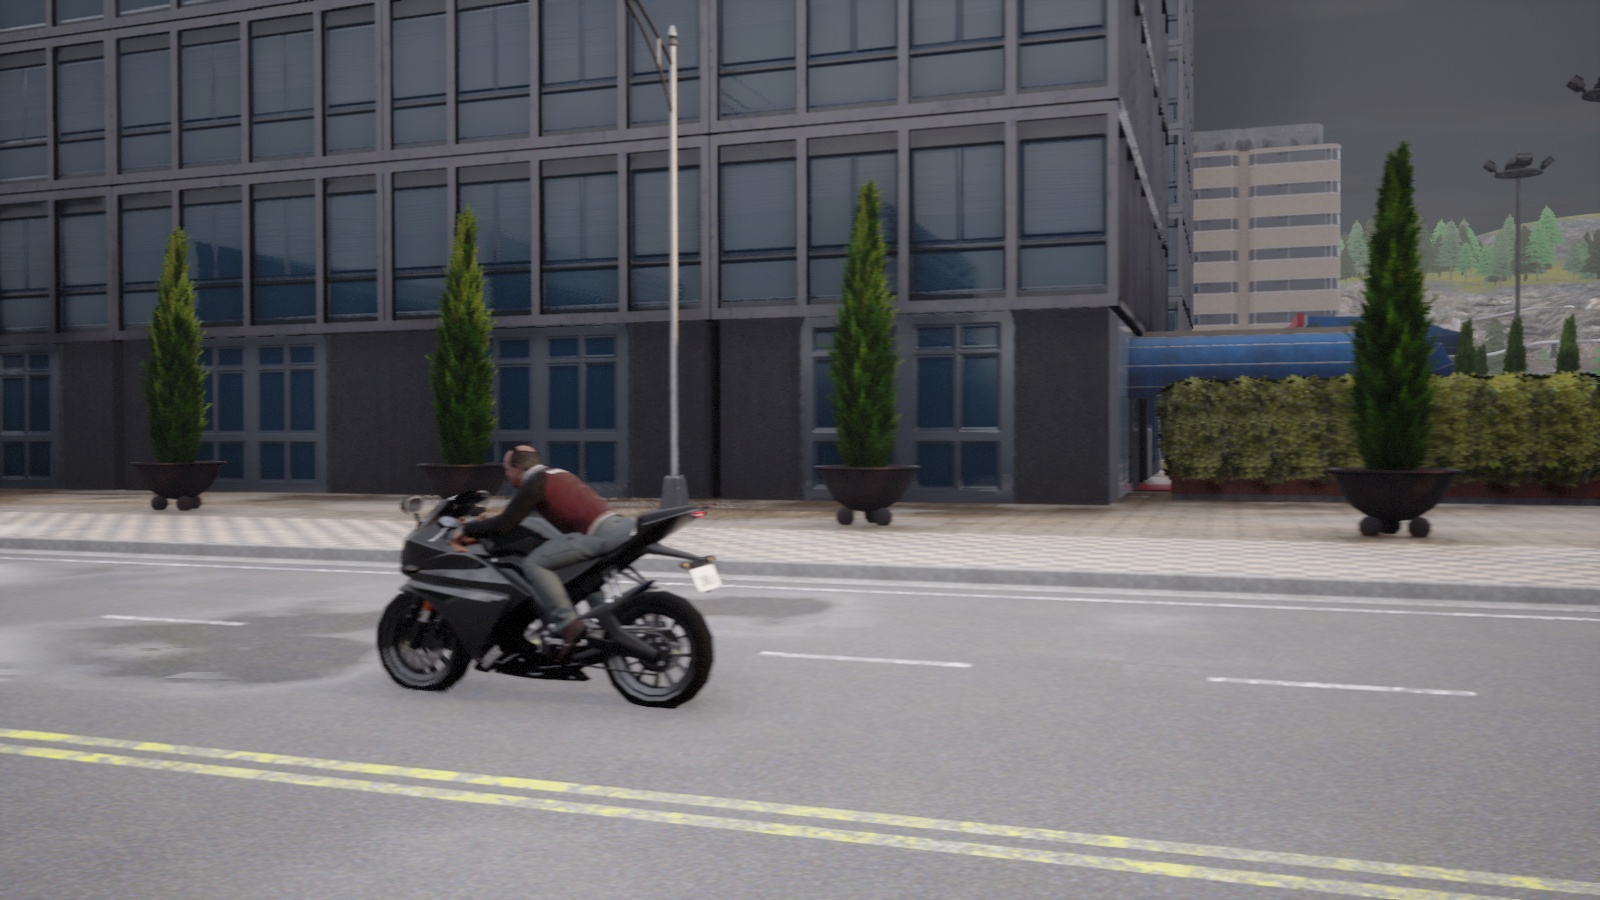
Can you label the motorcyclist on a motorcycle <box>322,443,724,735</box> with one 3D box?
[{"bbox_3d":[-1.629,0.736,7.434,2.191,1.530,0.866,0,1,19],"label":"motorcyclist on a motorcycle"}]
